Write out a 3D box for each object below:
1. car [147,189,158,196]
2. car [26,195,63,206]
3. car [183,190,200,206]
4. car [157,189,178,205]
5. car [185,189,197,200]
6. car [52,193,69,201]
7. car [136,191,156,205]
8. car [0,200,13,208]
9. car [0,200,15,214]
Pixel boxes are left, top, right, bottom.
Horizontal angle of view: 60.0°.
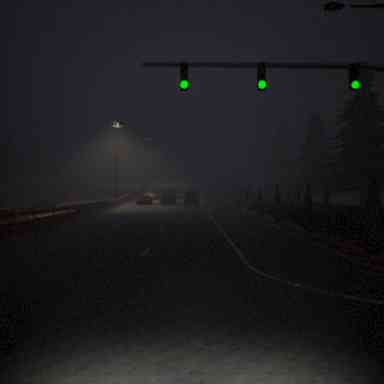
[{"bbox_3d":[-7.165,0.184,59.244,1.882,1.535,5.008,0,6,0],"label":"car"},{"bbox_3d":[-17.617,1.501,39.359,2.033,1.411,5.357,0,1,0],"label":"car"},{"bbox_3d":[-0.102,0.840,47.706,2.150,2.045,5.566,0,3,0],"label":"car"},{"bbox_3d":[-3.510,0.886,49.124,2.097,1.767,4.553,0,4,0],"label":"car"},{"bbox_3d":[-0.159,0.367,58.139,2.033,1.411,5.357,0,6,0],"label":"car"},{"bbox_3d":[-21.134,0.840,52.548,2.033,1.411,5.357,0,4,0],"label":"car"},{"bbox_3d":[-7.012,1.087,49.303,1.994,1.385,4.181,0,4,0],"label":"car"},{"bbox_3d":[-17.608,1.558,29.105,1.812,1.442,4.674,0,0,0],"label":"car"},{"bbox_3d":[-21.114,1.583,35.685,1.994,1.385,4.181,0,1,0],"label":"car"}]
